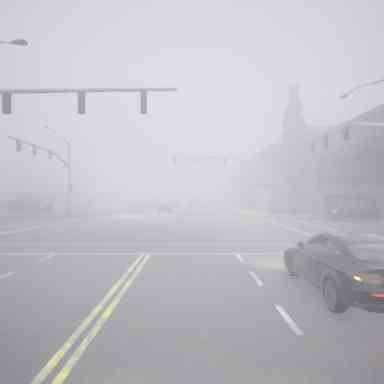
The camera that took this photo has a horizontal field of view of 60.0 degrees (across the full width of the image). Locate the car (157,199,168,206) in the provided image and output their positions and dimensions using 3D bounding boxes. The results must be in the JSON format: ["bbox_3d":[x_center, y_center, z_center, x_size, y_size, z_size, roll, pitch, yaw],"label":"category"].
[{"bbox_3d":[-6.410,2.298,73.173,1.882,1.535,5.008,0,-1,2],"label":"car"}]

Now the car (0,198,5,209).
[{"bbox_3d":[-38.947,1.909,66.255,4.605,1.855,1.932,0,-1,0],"label":"car"}]

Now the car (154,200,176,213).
[{"bbox_3d":[-3.677,2.131,46.231,1.895,1.301,4.718,0,-1,1],"label":"car"}]

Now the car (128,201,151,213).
[{"bbox_3d":[-7.217,1.997,44.141,2.128,1.511,4.902,0,-1,1],"label":"car"}]

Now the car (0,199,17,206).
[{"bbox_3d":[-38.881,2.152,69.149,3.905,1.438,1.784,0,-1,0],"label":"car"}]

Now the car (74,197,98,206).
[{"bbox_3d":[-21.427,1.913,66.262,3.866,1.878,1.905,0,-1,0],"label":"car"}]

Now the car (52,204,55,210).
[{"bbox_3d":[-21.405,1.689,46.640,3.866,1.878,1.905,0,-1,0],"label":"car"}]

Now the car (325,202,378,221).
[{"bbox_3d":[14.677,1.705,30.566,4.553,1.767,2.097,0,-1,0],"label":"car"}]

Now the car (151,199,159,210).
[{"bbox_3d":[-7.020,2.172,53.051,1.994,1.385,4.181,0,-1,2],"label":"car"}]

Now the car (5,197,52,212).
[{"bbox_3d":[-21.462,1.653,43.746,4.605,1.855,1.932,0,-1,0],"label":"car"}]

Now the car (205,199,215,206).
[{"bbox_3d":[4.117,2.398,74.079,1.994,1.385,4.181,0,-1,2],"label":"car"}]

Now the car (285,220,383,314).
[{"bbox_3d":[3.568,1.616,7.698,1.812,1.442,4.674,0,-1,0],"label":"car"}]

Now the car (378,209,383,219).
[{"bbox_3d":[18.269,1.914,27.050,4.718,1.301,1.895,0,-1,0],"label":"car"}]

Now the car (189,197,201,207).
[{"bbox_3d":[0.547,1.994,67.826,2.150,2.045,5.566,0,-1,2],"label":"car"}]

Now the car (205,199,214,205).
[{"bbox_3d":[4.376,2.431,83.871,1.994,1.385,4.181,0,-1,2],"label":"car"}]

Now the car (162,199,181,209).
[{"bbox_3d":[-3.419,2.209,56.289,1.994,1.385,4.181,0,-1,2],"label":"car"}]
